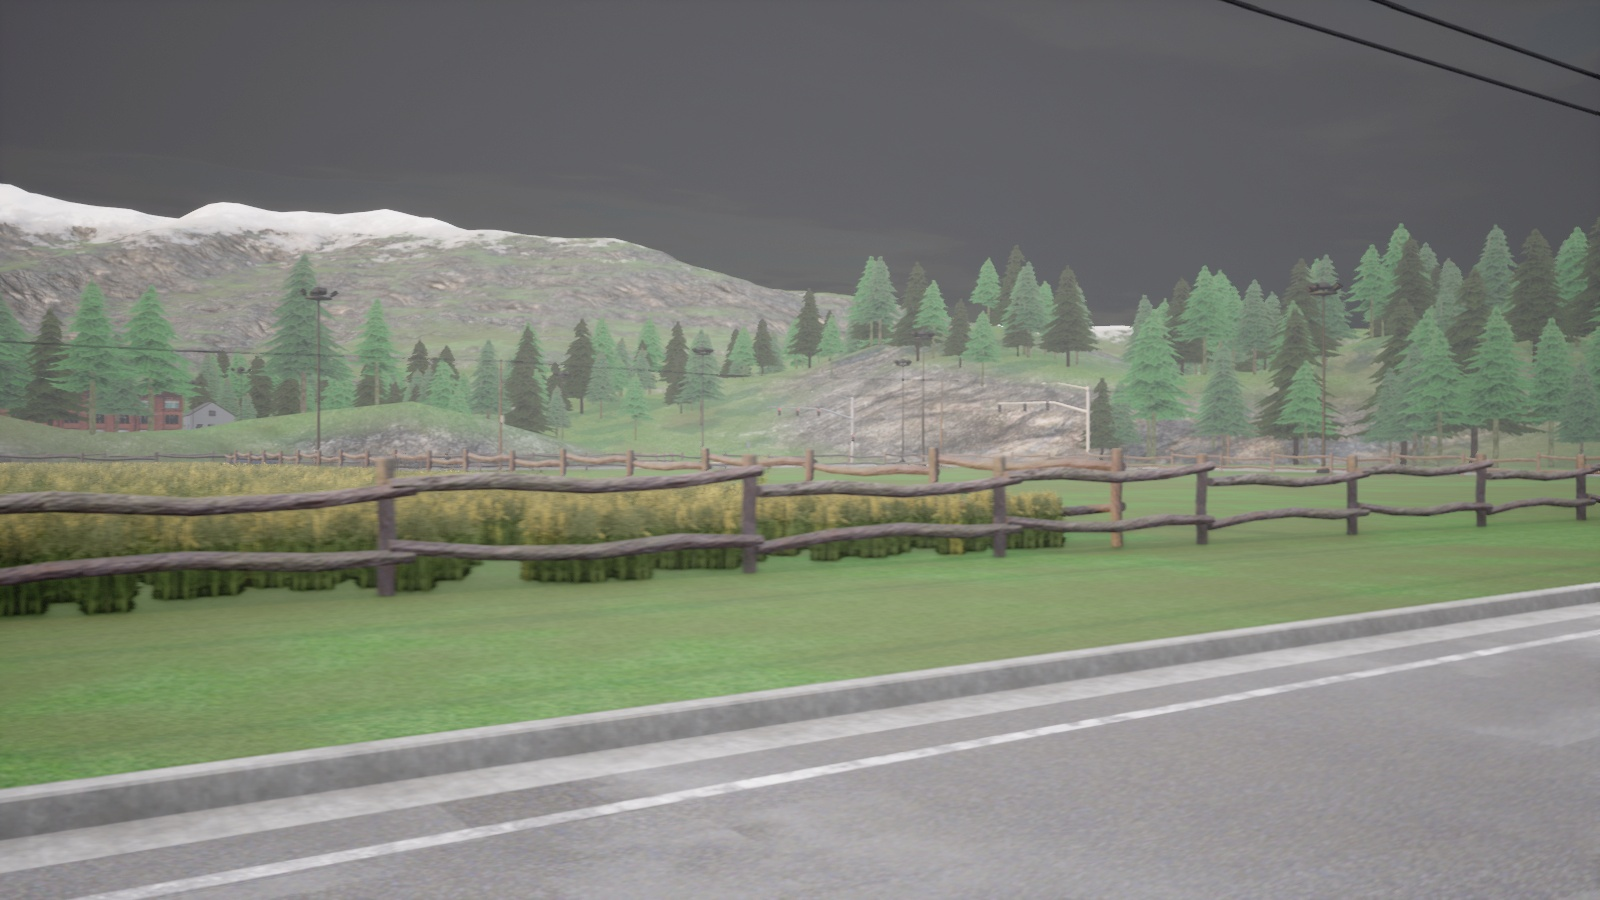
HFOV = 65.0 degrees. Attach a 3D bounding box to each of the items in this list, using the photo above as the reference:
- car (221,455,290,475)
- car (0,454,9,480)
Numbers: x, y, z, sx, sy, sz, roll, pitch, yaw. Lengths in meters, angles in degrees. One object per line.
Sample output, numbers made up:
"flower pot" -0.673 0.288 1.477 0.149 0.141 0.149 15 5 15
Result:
"car" -39.040 1.076 90.050 4.181 1.385 1.994 0 0 -35
"car" -49.101 1.008 74.423 3.705 1.549 1.789 -1 0 -35
